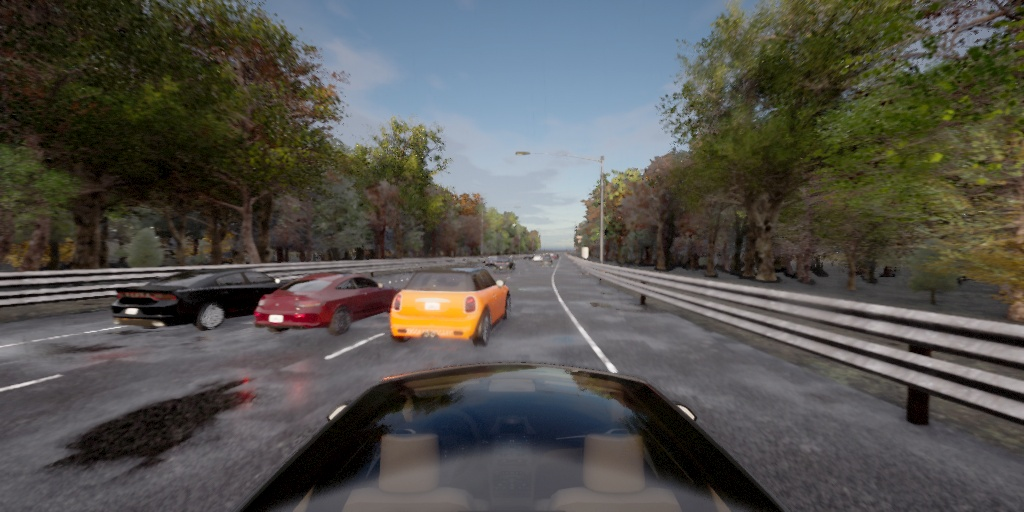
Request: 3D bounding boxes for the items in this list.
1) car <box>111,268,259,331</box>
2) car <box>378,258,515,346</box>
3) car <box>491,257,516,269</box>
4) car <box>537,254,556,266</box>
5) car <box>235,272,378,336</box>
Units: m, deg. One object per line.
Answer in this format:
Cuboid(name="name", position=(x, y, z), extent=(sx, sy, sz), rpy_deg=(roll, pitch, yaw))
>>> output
Cuboid(name="car", position=(-8.258, 1.090, 10.557), extent=(1.882, 1.535, 5.008), rpy_deg=(1, 0, 8))
Cuboid(name="car", position=(-1.342, 1.039, 9.482), extent=(2.097, 1.767, 4.553), rpy_deg=(1, 0, 8))
Cuboid(name="car", position=(-0.734, 0.961, 38.843), extent=(2.128, 1.511, 4.902), rpy_deg=(1, 0, 8))
Cuboid(name="car", position=(5.803, 0.849, 60.137), extent=(2.128, 1.511, 4.902), rpy_deg=(1, 0, 8))
Cuboid(name="car", position=(-4.794, 1.180, 10.056), extent=(1.812, 1.442, 4.674), rpy_deg=(1, 0, 8))
